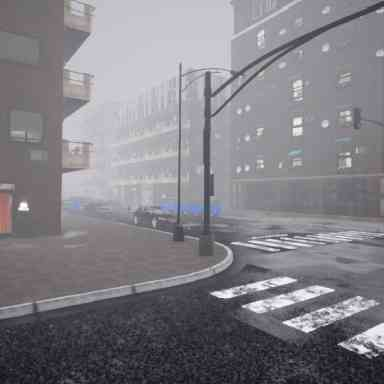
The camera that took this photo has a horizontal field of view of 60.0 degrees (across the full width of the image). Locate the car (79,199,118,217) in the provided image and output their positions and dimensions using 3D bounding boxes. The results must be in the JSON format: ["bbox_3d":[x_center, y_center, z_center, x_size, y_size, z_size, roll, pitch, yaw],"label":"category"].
[{"bbox_3d":[-8.727,1.592,30.839,1.802,1.307,4.206,1,-1,-35],"label":"car"}]

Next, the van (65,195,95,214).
[{"bbox_3d":[-11.902,1.361,35.445,1.690,1.788,3.998,1,-1,-35],"label":"van"}]

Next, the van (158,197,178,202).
[{"bbox_3d":[-2.239,1.450,35.315,1.690,1.788,3.998,1,-1,-35],"label":"van"}]

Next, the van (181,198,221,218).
[{"bbox_3d":[0.938,1.439,30.710,1.690,1.788,3.998,1,-1,-35],"label":"van"}]

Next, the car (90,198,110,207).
[{"bbox_3d":[-14.948,1.730,53.732,1.802,1.307,4.206,1,-1,-35],"label":"car"}]

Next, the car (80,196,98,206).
[{"bbox_3d":[-18.124,1.597,58.338,1.967,1.590,4.097,1,-1,-35],"label":"car"}]

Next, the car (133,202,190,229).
[{"bbox_3d":[-2.373,1.540,21.629,2.008,1.369,4.403,1,-1,-35],"label":"car"}]

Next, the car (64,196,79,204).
[{"bbox_3d":[-24.477,1.614,67.548,1.967,1.590,4.097,1,-1,-35],"label":"car"}]

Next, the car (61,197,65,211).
[{"bbox_3d":[-15.080,1.581,40.048,2.008,1.369,4.403,1,-1,-35],"label":"car"}]

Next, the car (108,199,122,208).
[{"bbox_3d":[-11.771,1.683,49.128,1.887,1.381,4.507,1,-1,-35],"label":"car"}]

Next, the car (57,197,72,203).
[{"bbox_3d":[-27.655,1.727,72.152,1.887,1.381,4.507,1,-1,-35],"label":"car"}]

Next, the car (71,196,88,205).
[{"bbox_3d":[-21.301,1.606,62.943,1.967,1.590,4.097,1,-1,-35],"label":"car"}]
